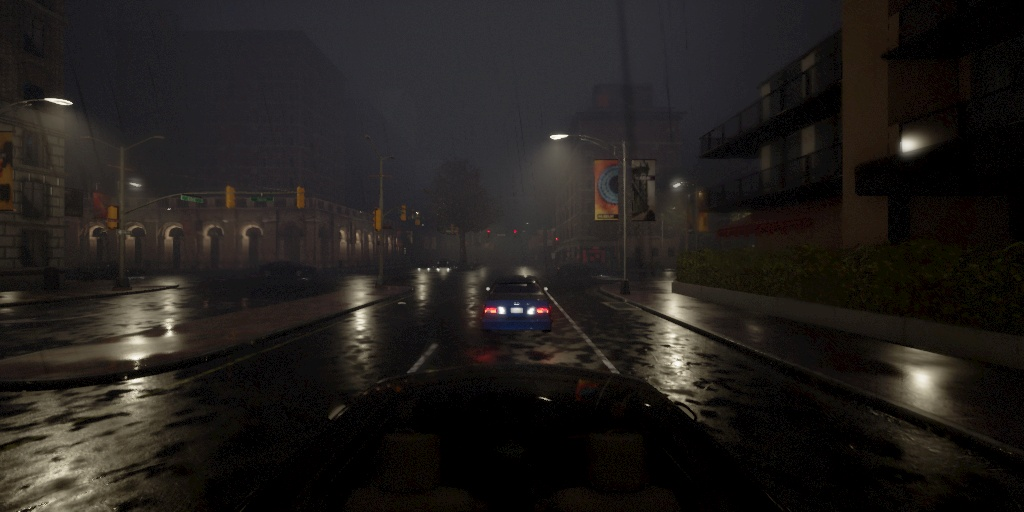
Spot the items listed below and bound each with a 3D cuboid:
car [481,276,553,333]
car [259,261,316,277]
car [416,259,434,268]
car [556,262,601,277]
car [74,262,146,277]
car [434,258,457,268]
[{"bbox_3d":[0.144,1.297,10.749,2.033,1.411,5.357,0,0,1],"label":"car"},{"bbox_3d":[-21.524,1.228,34.512,5.008,1.535,1.882,0,0,0],"label":"car"},{"bbox_3d":[-14.529,1.228,61.766,1.882,1.535,5.008,0,0,1],"label":"car"},{"bbox_3d":[6.351,1.314,34.412,4.181,1.385,1.994,0,0,0],"label":"car"},{"bbox_3d":[-38.723,1.297,34.572,5.357,1.411,2.033,0,0,0],"label":"car"},{"bbox_3d":[-11.062,1.102,59.697,2.097,1.767,4.553,0,0,1],"label":"car"}]
